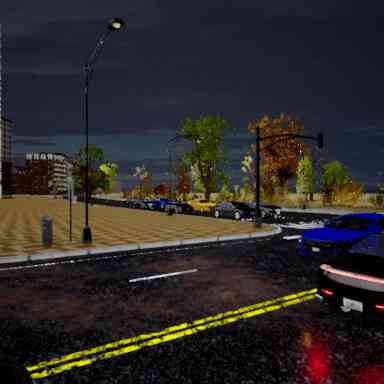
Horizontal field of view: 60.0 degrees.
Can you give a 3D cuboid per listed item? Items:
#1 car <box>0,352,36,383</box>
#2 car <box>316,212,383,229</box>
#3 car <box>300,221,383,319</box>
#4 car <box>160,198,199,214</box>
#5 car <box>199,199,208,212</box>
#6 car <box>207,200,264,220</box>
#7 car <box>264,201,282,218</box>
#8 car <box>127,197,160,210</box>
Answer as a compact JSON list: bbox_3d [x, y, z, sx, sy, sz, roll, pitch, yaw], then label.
[{"bbox_3d":[-3.141,1.491,1.170,4.902,1.511,2.128,0,0,-35],"label":"car"},{"bbox_3d":[5.873,1.483,11.510,5.008,1.535,1.882,0,0,-33],"label":"car"},{"bbox_3d":[4.444,1.495,6.411,4.902,1.511,2.128,0,0,-34],"label":"car"},{"bbox_3d":[-1.479,1.659,37.633,1.994,1.385,4.181,0,0,-32],"label":"car"},{"bbox_3d":[1.052,1.564,39.727,1.882,1.535,5.008,0,0,-31],"label":"car"},{"bbox_3d":[3.733,1.576,29.199,1.837,1.490,4.892,0,0,-32],"label":"car"},{"bbox_3d":[6.280,1.554,31.258,2.128,1.511,4.902,0,0,-32],"label":"car"},{"bbox_3d":[-6.801,1.609,46.418,2.128,1.511,4.902,0,0,-31],"label":"car"}]
